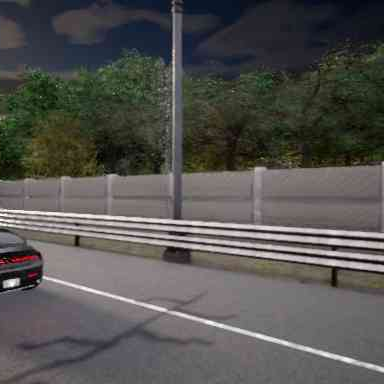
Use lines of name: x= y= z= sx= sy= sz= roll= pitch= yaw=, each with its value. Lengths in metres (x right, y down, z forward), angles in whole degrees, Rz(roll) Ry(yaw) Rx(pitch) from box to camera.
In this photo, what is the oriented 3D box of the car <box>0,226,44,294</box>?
car: x=-5.460 y=1.534 z=7.925 sx=4.892 sy=1.490 sz=1.837 roll=0 pitch=0 yaw=36
